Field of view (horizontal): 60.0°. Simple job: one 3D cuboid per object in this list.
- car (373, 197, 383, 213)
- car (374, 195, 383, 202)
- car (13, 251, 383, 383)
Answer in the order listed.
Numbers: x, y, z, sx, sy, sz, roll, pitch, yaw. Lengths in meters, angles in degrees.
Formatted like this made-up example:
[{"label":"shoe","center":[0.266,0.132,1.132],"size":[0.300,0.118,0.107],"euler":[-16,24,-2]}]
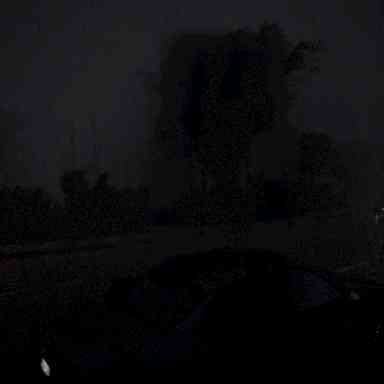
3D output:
[{"label":"car","center":[20.808,1.490,35.890],"size":[2.128,1.511,4.902],"euler":[0,0,34]},{"label":"car","center":[40.629,1.323,71.247],"size":[1.895,1.301,4.718],"euler":[0,0,15]},{"label":"car","center":[0.719,1.553,4.410],"size":[5.357,1.411,2.033],"euler":[0,0,-37]}]
